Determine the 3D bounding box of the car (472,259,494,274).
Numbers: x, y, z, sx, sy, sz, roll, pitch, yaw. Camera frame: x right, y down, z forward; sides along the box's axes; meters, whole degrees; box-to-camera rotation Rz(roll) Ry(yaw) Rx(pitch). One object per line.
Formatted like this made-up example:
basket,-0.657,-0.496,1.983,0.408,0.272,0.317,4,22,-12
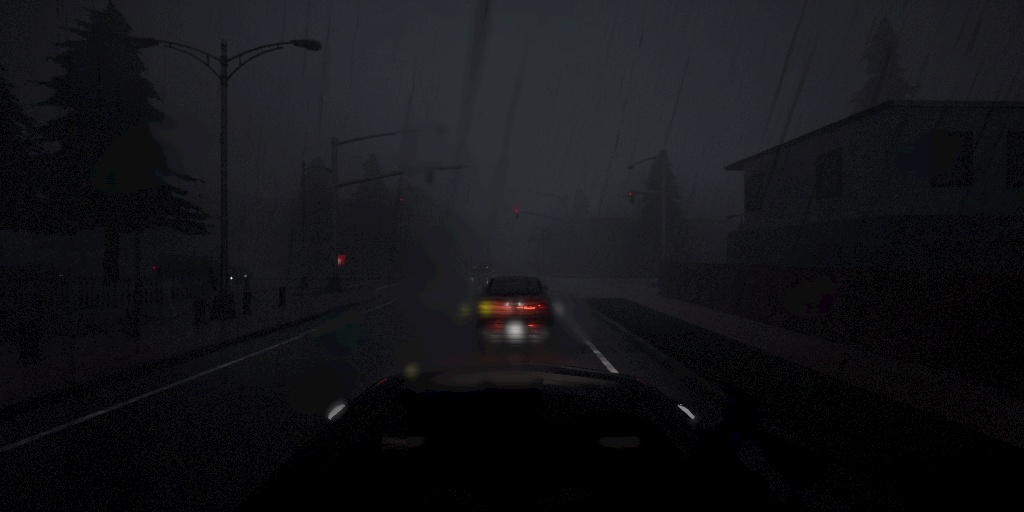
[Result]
car,-3.495,1.275,42.029,1.812,1.442,4.674,0,0,0

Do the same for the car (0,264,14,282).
car,-41.242,1.329,27.151,4.181,1.385,1.994,0,0,-2

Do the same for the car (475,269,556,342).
car,0.092,1.255,9.715,1.837,1.490,4.892,0,0,0

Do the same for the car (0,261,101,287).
car,-31.103,1.257,23.748,4.902,1.511,2.128,0,0,-1

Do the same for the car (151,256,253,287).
car,-20.665,0.987,24.025,5.566,2.045,2.150,0,0,-1

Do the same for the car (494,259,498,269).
car,-3.462,1.275,53.881,1.812,1.442,4.674,0,0,0
